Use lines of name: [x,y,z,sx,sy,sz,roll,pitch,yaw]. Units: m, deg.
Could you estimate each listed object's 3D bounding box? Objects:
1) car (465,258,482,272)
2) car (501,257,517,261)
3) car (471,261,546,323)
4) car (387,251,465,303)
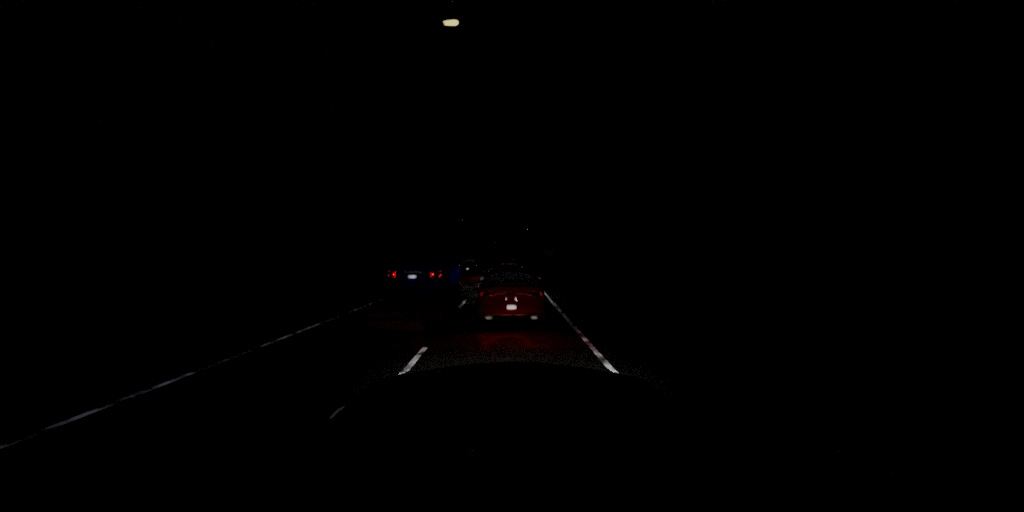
car: [-3.787,0.870,32.566,1.812,1.442,4.674,0,1,-1]
car: [-0.268,0.848,31.650,2.128,1.511,4.902,0,1,-1]
car: [-0.038,1.098,11.512,1.882,1.535,5.008,0,1,-1]
car: [-3.571,0.791,15.428,2.150,2.045,5.566,0,1,-1]
